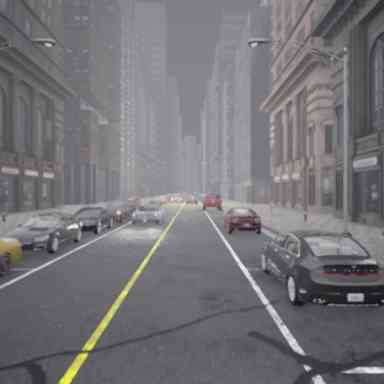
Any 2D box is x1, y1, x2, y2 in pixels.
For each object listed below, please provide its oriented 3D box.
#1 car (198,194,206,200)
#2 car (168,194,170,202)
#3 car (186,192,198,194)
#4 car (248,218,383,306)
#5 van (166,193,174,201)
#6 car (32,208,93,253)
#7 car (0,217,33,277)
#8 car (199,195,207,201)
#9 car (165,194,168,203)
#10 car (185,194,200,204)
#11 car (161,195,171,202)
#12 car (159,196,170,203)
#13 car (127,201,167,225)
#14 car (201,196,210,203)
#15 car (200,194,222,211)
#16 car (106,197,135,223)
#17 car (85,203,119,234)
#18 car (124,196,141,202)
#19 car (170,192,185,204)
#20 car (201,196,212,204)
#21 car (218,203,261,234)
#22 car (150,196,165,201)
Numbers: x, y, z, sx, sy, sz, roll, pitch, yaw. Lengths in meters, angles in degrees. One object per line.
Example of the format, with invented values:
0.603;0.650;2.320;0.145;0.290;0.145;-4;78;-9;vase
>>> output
2.793;1.379;91.836;1.967;1.590;4.097;0;0;0;car
-5.741;1.396;63.820;1.967;1.590;4.097;0;0;0;car
0.024;1.355;81.064;1.895;1.301;4.718;0;0;0;car
2.768;1.544;7.804;2.008;1.369;4.403;0;0;0;car
-5.734;1.283;86.227;1.690;1.788;3.998;0;0;0;van
-5.756;1.541;13.404;2.008;1.369;4.403;0;0;0;car
-5.757;1.520;7.632;1.752;1.417;4.829;0;0;0;car
2.790;1.486;86.235;1.887;1.381;4.507;0;0;0;car
-5.743;1.484;58.048;1.752;1.417;4.829;0;0;0;car
0.018;1.522;60.098;1.994;1.385;4.181;0;0;0;car
-5.738;1.493;75.024;1.887;1.381;4.507;0;0;0;car
-5.740;1.497;69.421;1.887;1.381;4.507;0;0;0;car
-3.093;1.582;23.980;1.895;1.301;4.718;0;0;0;car
2.786;1.496;69.428;1.887;1.381;4.507;0;0;0;car
2.406;1.197;40.729;2.150;2.045;5.566;0;0;0;car
-5.752;1.421;24.607;1.967;1.590;4.097;0;0;0;car
-5.754;1.552;19.006;1.947;1.339;4.313;0;0;0;car
-5.750;1.292;30.209;2.192;1.841;5.009;0;0;0;car
-3.003;1.308;64.540;2.097;1.767;4.553;0;0;1;car
2.784;1.500;63.826;1.887;1.381;4.507;0;0;0;car
2.771;1.530;19.009;1.887;1.381;4.507;0;0;0;car
-5.745;1.544;52.616;1.802;1.307;4.206;0;0;0;car
